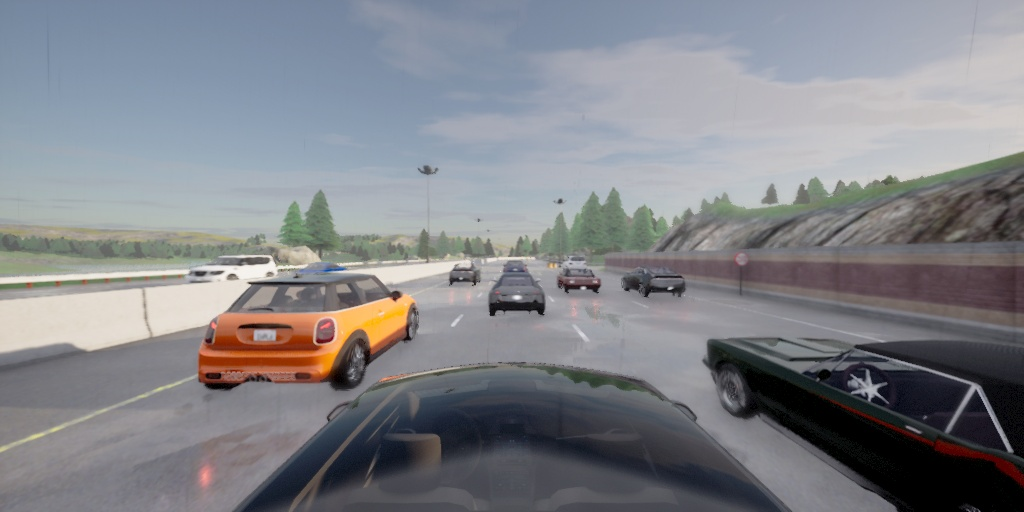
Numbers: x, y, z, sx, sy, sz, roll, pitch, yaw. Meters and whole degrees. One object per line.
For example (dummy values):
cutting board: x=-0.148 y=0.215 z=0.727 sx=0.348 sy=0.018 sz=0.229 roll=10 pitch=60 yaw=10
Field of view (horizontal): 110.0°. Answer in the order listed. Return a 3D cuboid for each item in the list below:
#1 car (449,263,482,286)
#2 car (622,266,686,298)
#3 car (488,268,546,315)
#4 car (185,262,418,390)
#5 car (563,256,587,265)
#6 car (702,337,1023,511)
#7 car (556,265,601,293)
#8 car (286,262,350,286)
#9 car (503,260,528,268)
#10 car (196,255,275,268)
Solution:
car: x=-3.253 y=1.250 z=25.522 sx=2.128 sy=1.511 sz=4.902 roll=0 pitch=0 yaw=0
car: x=7.203 y=1.266 z=18.687 sx=2.128 sy=1.511 sz=4.902 roll=0 pitch=0 yaw=0
car: x=0.176 y=1.321 z=13.669 sx=1.994 sy=1.385 sz=4.181 roll=0 pitch=0 yaw=0
car: x=-3.346 y=1.098 z=6.982 sx=2.097 sy=1.767 sz=4.553 roll=0 pitch=0 yaw=0
car: x=7.359 y=1.010 z=42.373 sx=2.150 sy=2.045 sz=5.566 roll=0 pitch=0 yaw=0
car: x=3.624 y=1.359 z=2.950 sx=1.895 sy=1.301 sz=4.718 roll=0 pitch=0 yaw=0
car: x=3.715 y=1.369 z=20.781 sx=1.895 sy=1.301 sz=4.718 roll=0 pitch=0 yaw=0
car: x=-13.929 y=1.215 z=26.119 sx=1.882 sy=1.535 sz=5.008 roll=0 pitch=0 yaw=1
car: x=0.283 y=1.119 z=30.882 sx=2.097 sy=1.767 sz=4.553 roll=0 pitch=0 yaw=0
car: x=-17.459 y=0.950 z=22.744 sx=2.150 sy=2.045 sz=5.566 roll=0 pitch=0 yaw=0
